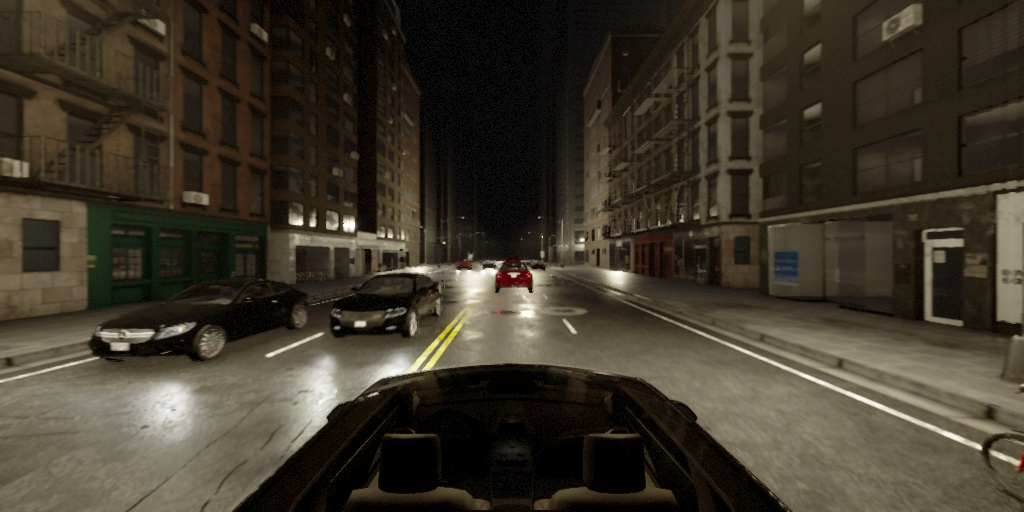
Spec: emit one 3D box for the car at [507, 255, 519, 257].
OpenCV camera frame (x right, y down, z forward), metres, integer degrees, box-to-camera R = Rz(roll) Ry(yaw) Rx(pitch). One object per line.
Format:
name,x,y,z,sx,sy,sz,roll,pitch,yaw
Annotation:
car,0.123,0.944,46.743,2.150,2.045,5.566,0,0,0

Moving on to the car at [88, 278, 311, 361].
car,-6.609,1.274,8.382,1.812,1.442,4.674,0,0,0

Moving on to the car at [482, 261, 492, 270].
car,-3.292,1.319,52.060,1.895,1.301,4.718,0,0,1

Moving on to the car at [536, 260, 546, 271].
car,3.373,1.323,47.639,1.895,1.301,4.718,0,0,0

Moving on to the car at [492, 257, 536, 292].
car,0.109,1.092,21.433,2.097,1.767,4.553,0,0,0

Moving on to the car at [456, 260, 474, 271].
car,-6.547,1.246,50.100,1.812,1.442,4.674,0,0,0

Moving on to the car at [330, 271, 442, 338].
car,-3.347,1.224,10.412,1.882,1.535,5.008,0,0,0

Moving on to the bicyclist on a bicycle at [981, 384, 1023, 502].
bicyclist on a bicycle,4.144,1.186,2.414,0.866,1.612,1.509,0,0,0
